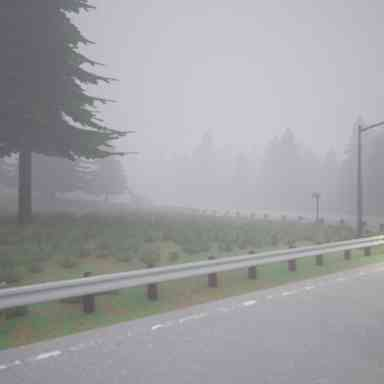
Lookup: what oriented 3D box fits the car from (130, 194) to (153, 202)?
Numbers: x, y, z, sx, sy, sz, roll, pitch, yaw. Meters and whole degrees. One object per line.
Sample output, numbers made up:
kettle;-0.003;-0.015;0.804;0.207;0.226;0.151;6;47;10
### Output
car;-8.595;1.416;56.187;2.150;2.045;5.566;1;-1;-34
